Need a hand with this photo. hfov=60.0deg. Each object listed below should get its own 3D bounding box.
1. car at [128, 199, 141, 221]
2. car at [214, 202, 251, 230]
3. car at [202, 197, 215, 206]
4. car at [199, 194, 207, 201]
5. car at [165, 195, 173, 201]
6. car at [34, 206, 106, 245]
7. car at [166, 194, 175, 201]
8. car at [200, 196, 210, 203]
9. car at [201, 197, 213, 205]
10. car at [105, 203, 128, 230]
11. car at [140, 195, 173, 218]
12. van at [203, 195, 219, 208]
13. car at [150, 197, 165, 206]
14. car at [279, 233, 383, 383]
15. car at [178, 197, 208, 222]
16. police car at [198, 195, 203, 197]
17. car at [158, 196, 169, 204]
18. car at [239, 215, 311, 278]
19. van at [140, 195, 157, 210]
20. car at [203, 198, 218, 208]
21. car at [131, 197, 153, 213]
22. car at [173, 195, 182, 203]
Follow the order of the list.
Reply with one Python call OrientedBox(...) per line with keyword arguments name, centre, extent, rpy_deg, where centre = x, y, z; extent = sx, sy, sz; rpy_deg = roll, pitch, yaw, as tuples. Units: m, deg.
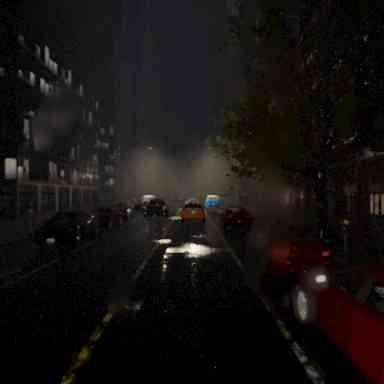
OrientedBox(name="car", centre=(-5.685, 1.565, 26.925), extent=(2.008, 1.369, 4.403), rpy_deg=(1, 0, 0))
OrientedBox(name="car", centre=(2.696, 1.559, 21.225), extent=(1.887, 1.381, 4.507), rpy_deg=(1, 0, 0))
OrientedBox(name="car", centre=(2.693, 1.586, 55.273), extent=(1.802, 1.307, 4.206), rpy_deg=(1, 0, 0))
OrientedBox(name="car", centre=(2.692, 1.415, 82.800), extent=(1.967, 1.590, 4.097), rpy_deg=(1, 0, 0))
OrientedBox(name="car", centre=(-5.690, 1.556, 82.831), extent=(1.802, 1.307, 4.206), rpy_deg=(1, 0, 0))
OrientedBox(name="car", centre=(-5.684, 1.578, 15.573), extent=(1.947, 1.339, 4.313), rpy_deg=(1, 0, 0))
OrientedBox(name="car", centre=(-5.689, 1.405, 88.404), extent=(1.967, 1.590, 4.097), rpy_deg=(1, 0, 0))
OrientedBox(name="car", centre=(2.691, 1.541, 71.645), extent=(2.008, 1.369, 4.403), rpy_deg=(1, 0, 0))
OrientedBox(name="car", centre=(2.692, 1.566, 60.946), extent=(1.947, 1.339, 4.313), rpy_deg=(1, 0, 0))
OrientedBox(name="car", centre=(-5.684, 1.559, 21.247), extent=(1.887, 1.381, 4.507), rpy_deg=(1, 0, 0))
OrientedBox(name="car", centre=(-3.101, 1.367, 29.829), extent=(2.097, 1.767, 4.553), rpy_deg=(0, 0, 0))
OrientedBox(name="van", centre=(2.697, 1.352, 43.924), extent=(1.690, 1.788, 3.998), rpy_deg=(1, 0, 0))
OrientedBox(name="car", centre=(-5.688, 1.570, 55.300), extent=(1.947, 1.339, 4.313), rpy_deg=(1, 0, 0))
OrientedBox(name="car", centre=(2.697, 1.549, 4.203), extent=(1.887, 1.381, 4.507), rpy_deg=(1, 0, 0))
OrientedBox(name="car", centre=(0.094, 1.470, 26.624), extent=(1.801, 1.575, 5.366), rpy_deg=(0, 0, 0))
OrientedBox(name="police car", centre=(0.063, 1.514, 44.161), extent=(2.038, 1.542, 4.974), rpy_deg=(0, 0, 0))
OrientedBox(name="car", centre=(-5.688, 1.540, 66.651), extent=(1.887, 1.381, 4.507), rpy_deg=(1, 0, 0))
OrientedBox(name="car", centre=(2.697, 1.590, 9.876), extent=(1.802, 1.307, 4.206), rpy_deg=(1, 0, 0))
OrientedBox(name="van", centre=(-5.684, 1.351, 43.950), extent=(1.690, 1.788, 3.998), rpy_deg=(1, 0, 0))
OrientedBox(name="car", centre=(2.693, 1.558, 49.598), extent=(2.008, 1.369, 4.403), rpy_deg=(1, 0, 0))
OrientedBox(name="car", centre=(-5.685, 1.453, 38.274), extent=(1.967, 1.590, 4.097), rpy_deg=(1, 0, 0))
OrientedBox(name="car", centre=(-3.007, 1.494, 70.335), extent=(2.033, 1.411, 5.357), rpy_deg=(0, 0, 0))
